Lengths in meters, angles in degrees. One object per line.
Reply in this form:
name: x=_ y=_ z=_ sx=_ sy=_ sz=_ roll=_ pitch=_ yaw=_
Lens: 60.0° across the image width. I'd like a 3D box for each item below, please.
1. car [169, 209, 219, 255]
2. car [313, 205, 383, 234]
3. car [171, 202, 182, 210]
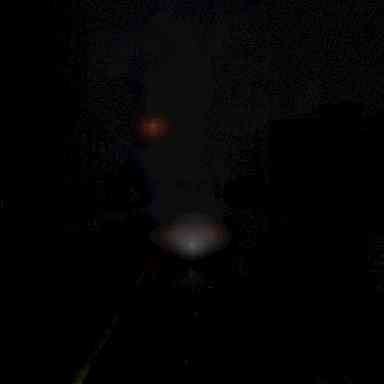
car: x=0.160 y=1.663 z=13.912 sx=1.812 sy=1.442 sz=4.674 roll=0 pitch=0 yaw=4
car: x=10.816 y=1.832 z=22.509 sx=5.009 sy=1.841 sz=2.192 roll=1 pitch=-1 yaw=0
car: x=-2.784 y=2.567 z=61.652 sx=1.895 sy=1.301 sz=4.718 roll=0 pitch=-1 yaw=1
